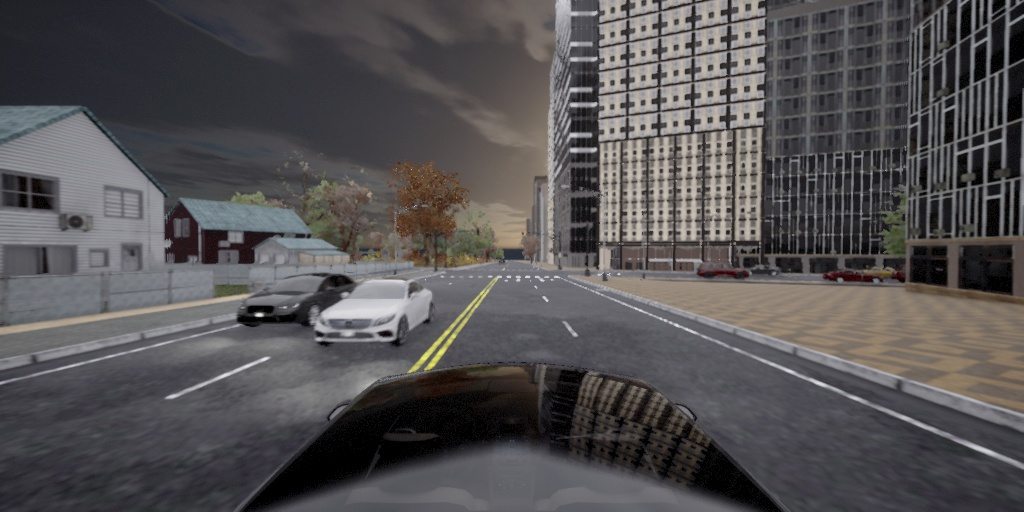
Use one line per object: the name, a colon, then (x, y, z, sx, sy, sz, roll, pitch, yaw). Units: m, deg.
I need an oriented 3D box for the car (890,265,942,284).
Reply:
car: (39.030, 1.763, 33.608, 5.009, 1.841, 2.192, 0, 0, 20)

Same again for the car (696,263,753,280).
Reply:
car: (23.069, 1.668, 39.481, 5.009, 1.841, 2.192, 0, 0, 20)

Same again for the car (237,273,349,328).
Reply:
car: (-6.586, 1.324, 11.779, 1.837, 1.490, 4.892, 0, -1, 0)

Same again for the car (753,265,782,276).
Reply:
car: (31.111, 1.784, 44.918, 4.403, 1.370, 2.007, 0, 0, 20)

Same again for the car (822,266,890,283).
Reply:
car: (33.709, 1.962, 35.566, 4.507, 1.381, 1.888, 0, 0, 20)

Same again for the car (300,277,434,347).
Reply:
car: (-3.341, 1.328, 9.630, 1.812, 1.442, 4.674, 0, -1, 0)
